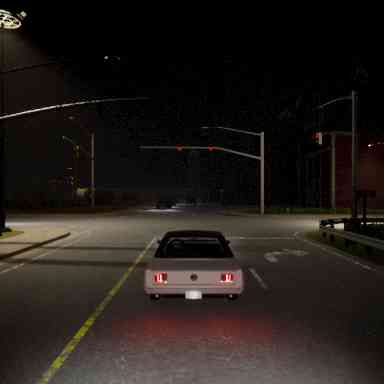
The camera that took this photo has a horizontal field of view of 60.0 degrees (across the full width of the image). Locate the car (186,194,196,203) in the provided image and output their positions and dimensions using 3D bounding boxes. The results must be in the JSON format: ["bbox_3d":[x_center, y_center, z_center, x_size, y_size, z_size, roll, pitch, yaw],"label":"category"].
[{"bbox_3d":[-0.207,1.354,71.124,2.097,1.767,4.553,0,0,0],"label":"car"}]

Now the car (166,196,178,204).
[{"bbox_3d":[-3.747,1.503,63.260,1.837,1.490,4.892,0,0,0],"label":"car"}]

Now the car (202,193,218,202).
[{"bbox_3d":[3.951,1.144,72.909,1.905,1.878,3.866,-8,3,-42],"label":"car"}]

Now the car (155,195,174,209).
[{"bbox_3d":[-3.725,1.523,44.525,1.812,1.442,4.674,0,0,0],"label":"car"}]

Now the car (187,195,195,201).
[{"bbox_3d":[-0.234,1.441,80.353,2.033,1.411,5.357,0,0,0],"label":"car"}]

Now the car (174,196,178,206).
[{"bbox_3d":[-3.743,1.352,53.483,2.097,1.767,4.553,0,0,0],"label":"car"}]

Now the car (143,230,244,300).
[{"bbox_3d":[0.043,1.601,8.325,1.895,1.301,4.718,0,0,0],"label":"car"}]

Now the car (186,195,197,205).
[{"bbox_3d":[-0.166,1.504,57.127,1.837,1.490,4.892,0,0,0],"label":"car"}]
